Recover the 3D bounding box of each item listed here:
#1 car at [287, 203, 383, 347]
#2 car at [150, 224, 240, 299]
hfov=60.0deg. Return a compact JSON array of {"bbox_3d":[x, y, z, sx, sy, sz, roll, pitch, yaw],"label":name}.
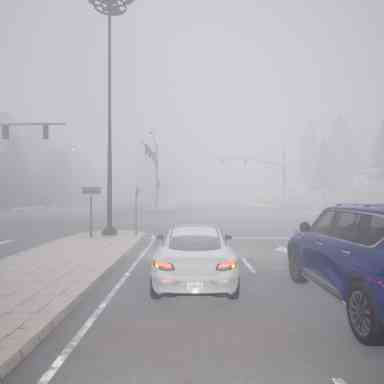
[{"bbox_3d":[3.553,1.221,6.454,2.150,2.045,5.566,0,0,1],"label":"car"},{"bbox_3d":[0.062,1.526,8.300,1.812,1.442,4.674,0,0,0],"label":"car"}]
